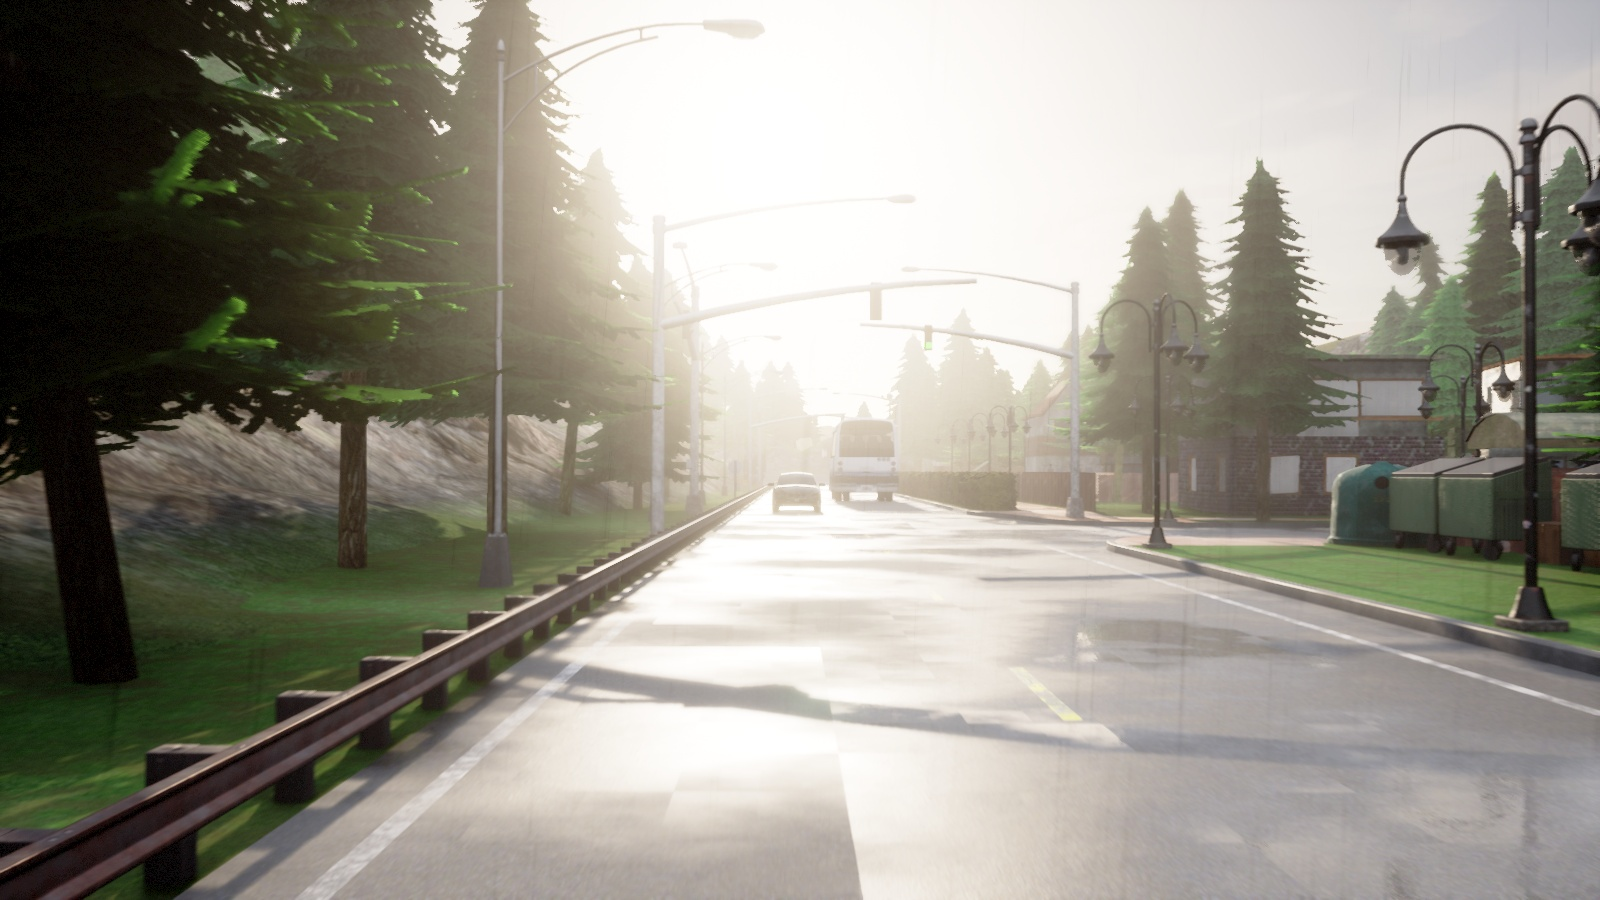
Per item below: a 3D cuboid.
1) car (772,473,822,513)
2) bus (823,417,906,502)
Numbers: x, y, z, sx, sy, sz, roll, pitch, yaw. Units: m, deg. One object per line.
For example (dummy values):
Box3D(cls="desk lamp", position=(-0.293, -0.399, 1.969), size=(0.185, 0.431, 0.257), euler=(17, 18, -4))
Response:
Box3D(cls="car", position=(-0.119, 1.643, 49.159), size=(1.837, 1.490, 4.892), euler=(0, -1, 0))
Box3D(cls="bus", position=(3.330, 0.570, 68.428), size=(3.944, 4.253, 10.273), euler=(0, -1, 0))
